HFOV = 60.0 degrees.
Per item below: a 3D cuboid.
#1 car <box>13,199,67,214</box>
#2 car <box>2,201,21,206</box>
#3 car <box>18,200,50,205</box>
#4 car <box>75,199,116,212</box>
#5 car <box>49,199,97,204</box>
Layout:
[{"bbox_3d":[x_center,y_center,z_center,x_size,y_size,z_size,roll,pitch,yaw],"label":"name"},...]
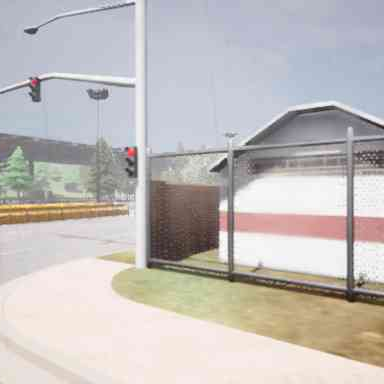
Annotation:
[{"bbox_3d":[-17.327,1.622,38.202,2.033,1.411,5.357,0,0,34],"label":"car"},{"bbox_3d":[-16.658,1.660,26.540,1.895,1.301,4.718,0,0,33],"label":"car"},{"bbox_3d":[-16.785,1.559,32.710,2.128,1.511,4.902,0,0,34],"label":"car"},{"bbox_3d":[-11.656,1.593,40.394,1.812,1.442,4.674,0,0,34],"label":"car"},{"bbox_3d":[-11.795,1.624,33.896,1.994,1.385,4.181,0,0,33],"label":"car"}]
